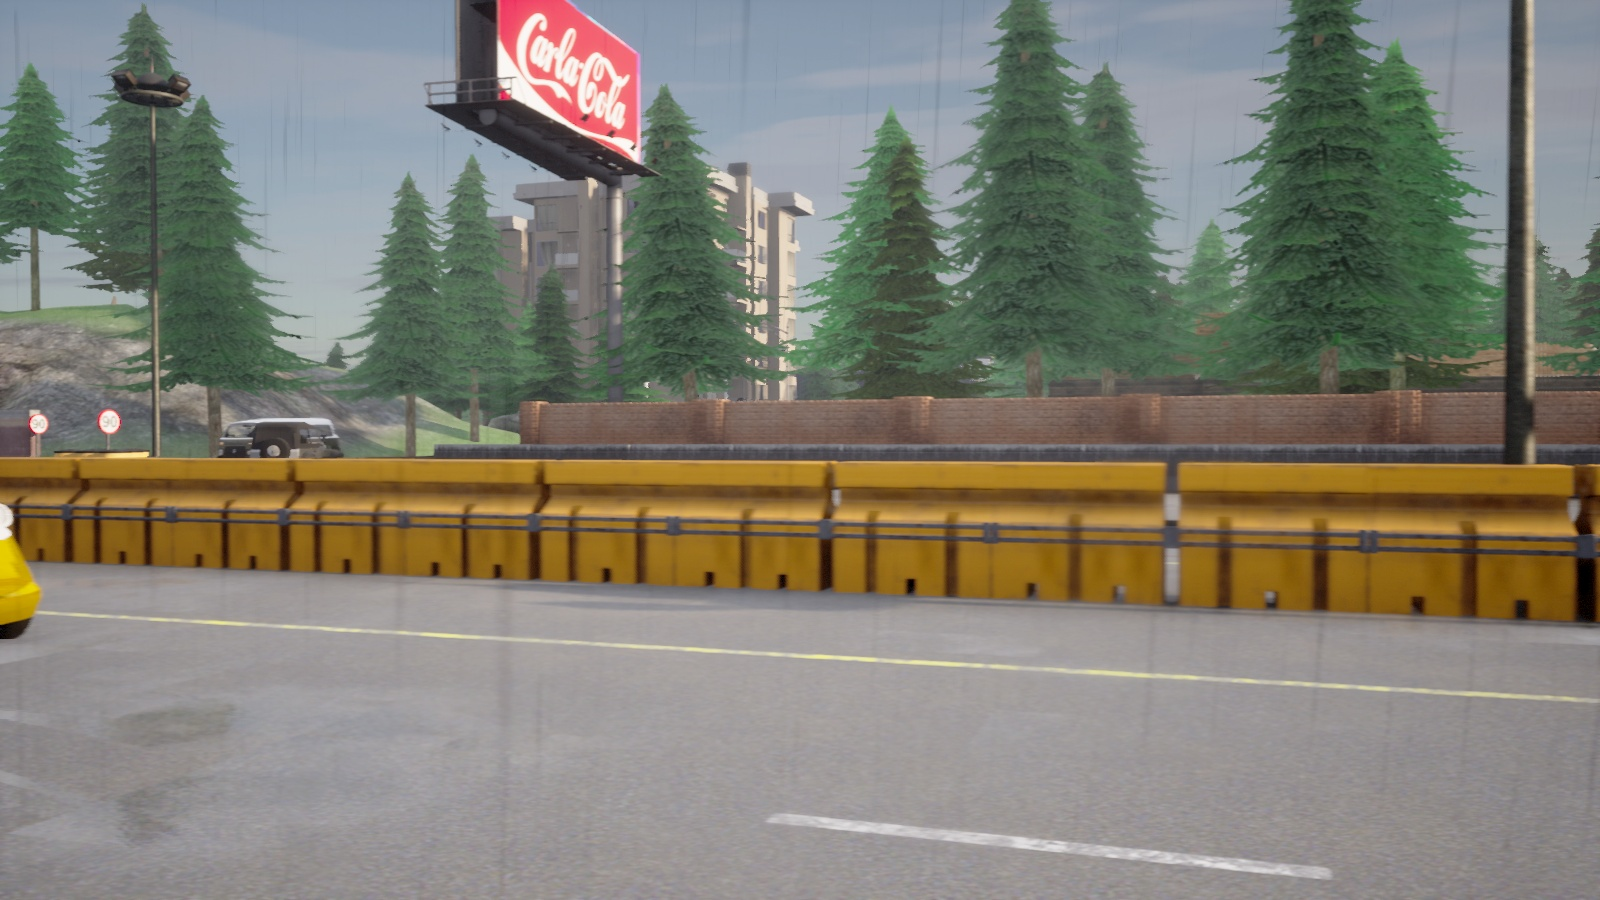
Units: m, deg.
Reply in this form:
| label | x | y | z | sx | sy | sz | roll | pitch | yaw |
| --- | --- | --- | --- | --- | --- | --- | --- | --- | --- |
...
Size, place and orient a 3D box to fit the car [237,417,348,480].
| label | x | y | z | sx | sy | sz | roll | pitch | yaw |
| --- | --- | --- | --- | --- | --- | --- | --- | --- | --- |
| car | -15.764 | -0.066 | 39.229 | 1.905 | 1.878 | 3.866 | 0 | 1 | 0 |

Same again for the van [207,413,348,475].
| label | x | y | z | sx | sy | sz | roll | pitch | yaw |
| --- | --- | --- | --- | --- | --- | --- | --- | --- | --- |
| van | -18.156 | -0.237 | 43.850 | 2.069 | 2.038 | 4.480 | 1 | 1 | 19 |

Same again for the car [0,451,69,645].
| label | x | y | z | sx | sy | sz | roll | pitch | yaw |
| --- | --- | --- | --- | --- | --- | --- | --- | --- | --- |
| car | -6.844 | 0.708 | 9.190 | 2.207 | 1.376 | 1.481 | 0 | 1 | 19 |
